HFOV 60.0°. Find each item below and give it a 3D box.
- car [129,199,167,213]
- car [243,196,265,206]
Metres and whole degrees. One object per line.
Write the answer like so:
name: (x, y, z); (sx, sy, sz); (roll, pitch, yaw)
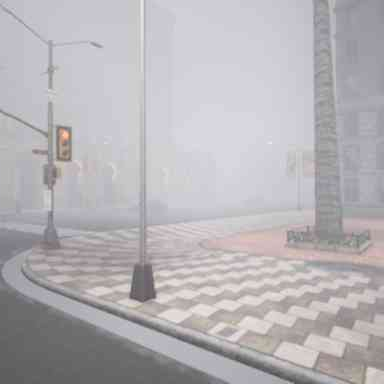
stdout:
car: (-4.608, 1.490, 35.534); (1.812, 1.442, 4.674); (0, 0, 39)
car: (10.130, 1.474, 53.742); (1.837, 1.490, 4.892); (0, -1, 39)
